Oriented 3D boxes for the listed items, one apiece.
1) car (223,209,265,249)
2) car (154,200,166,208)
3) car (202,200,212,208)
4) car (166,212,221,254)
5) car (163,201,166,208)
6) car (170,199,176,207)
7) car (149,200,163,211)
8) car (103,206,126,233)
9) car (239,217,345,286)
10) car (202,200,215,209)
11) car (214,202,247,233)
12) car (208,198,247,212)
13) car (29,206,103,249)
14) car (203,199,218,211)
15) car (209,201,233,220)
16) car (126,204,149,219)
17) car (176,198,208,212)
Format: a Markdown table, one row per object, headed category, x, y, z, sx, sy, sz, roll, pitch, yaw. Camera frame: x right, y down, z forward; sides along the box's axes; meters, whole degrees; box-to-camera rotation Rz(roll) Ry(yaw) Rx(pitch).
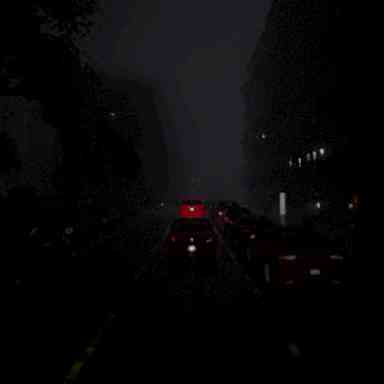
| category | x | y | z | sx | sy | sz | roll | pitch | yaw |
| --- | --- | --- | --- | --- | --- | --- | --- | --- | --- |
| car | 2.687 | 1.689 | 15.135 | 1.887 | 1.381 | 4.507 | 0 | -1 | 0 |
| car | -5.697 | 2.117 | 60.004 | 1.752 | 1.417 | 4.829 | 0 | -1 | 0 |
| car | 2.683 | 2.120 | 60.346 | 1.752 | 1.417 | 4.829 | 0 | -1 | 0 |
| car | 0.001 | 1.735 | 14.099 | 1.895 | 1.301 | 4.718 | 0 | -1 | 0 |
| car | -5.696 | 2.085 | 54.543 | 2.008 | 1.369 | 4.403 | 0 | -1 | 0 |
| car | -3.056 | 2.123 | 62.545 | 1.837 | 1.490 | 4.892 | 0 | 0 | 1 |
| car | -5.696 | 2.000 | 48.743 | 1.752 | 1.417 | 4.829 | 0 | -1 | 0 |
| car | -5.694 | 1.639 | 20.763 | 1.967 | 1.590 | 4.097 | 0 | -1 | 0 |
| car | 2.689 | 1.635 | 9.505 | 1.887 | 1.381 | 4.507 | 0 | -1 | 0 |
| car | 2.685 | 2.100 | 54.544 | 1.947 | 1.339 | 4.313 | 0 | -1 | 0 |
| car | 2.687 | 1.639 | 20.765 | 1.967 | 1.590 | 4.097 | 0 | -1 | 0 |
| car | 2.686 | 1.568 | 26.396 | 2.192 | 1.841 | 5.009 | 0 | -1 | 0 |
| car | -5.693 | 1.584 | 15.135 | 1.967 | 1.590 | 4.097 | 0 | -1 | 0 |
| car | 2.684 | 1.916 | 48.915 | 1.967 | 1.590 | 4.097 | 0 | -1 | 0 |
| car | 2.686 | 1.748 | 32.026 | 1.967 | 1.590 | 4.097 | 0 | -1 | 0 |
| car | -5.694 | 1.859 | 32.023 | 2.008 | 1.369 | 4.403 | 0 | -1 | 0 |
| car | -0.002 | 1.495 | 29.012 | 2.150 | 2.045 | 5.566 | 0 | 0 | 0 |
